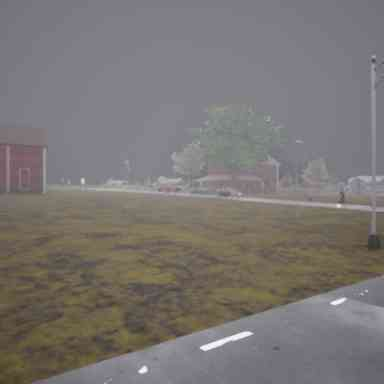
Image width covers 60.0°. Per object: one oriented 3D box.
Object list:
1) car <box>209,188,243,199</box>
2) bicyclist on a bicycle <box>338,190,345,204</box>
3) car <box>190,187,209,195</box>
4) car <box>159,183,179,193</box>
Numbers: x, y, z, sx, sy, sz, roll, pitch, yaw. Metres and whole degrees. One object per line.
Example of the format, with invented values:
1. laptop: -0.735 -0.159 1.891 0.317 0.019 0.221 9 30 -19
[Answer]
1. car: 5.268 0.135 48.059 2.128 1.511 4.902 0 2 -35
2. bicyclist on a bicycle: 18.162 0.607 40.303 1.656 1.620 0.582 0 2 -36
3. car: 1.504 -0.203 58.289 1.812 1.442 4.674 0 2 -35
4. car: -3.596 -0.686 60.610 1.895 1.301 4.718 0 2 -36
